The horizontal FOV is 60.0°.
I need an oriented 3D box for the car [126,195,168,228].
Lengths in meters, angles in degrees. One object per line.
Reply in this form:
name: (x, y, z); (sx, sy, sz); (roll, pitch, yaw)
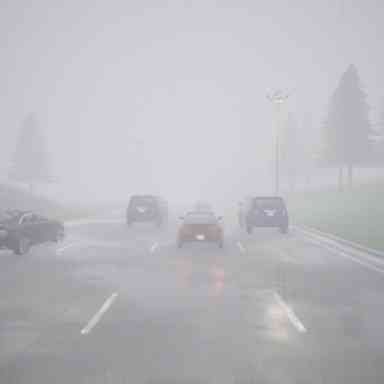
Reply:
car: (-2.884, 1.190, 22.249); (2.150, 2.045, 5.566); (0, 0, 2)

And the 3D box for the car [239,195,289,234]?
car: (4.024, 1.206, 19.369); (2.150, 2.045, 5.566); (0, 0, 2)

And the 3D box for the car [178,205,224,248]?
car: (0.384, 1.509, 14.700); (1.812, 1.442, 4.674); (0, 0, 2)

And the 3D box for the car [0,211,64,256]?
car: (-6.666, 1.464, 12.945); (2.128, 1.511, 4.902); (0, 0, 1)

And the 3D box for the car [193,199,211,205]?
car: (1.083, 1.485, 35.971); (1.812, 1.442, 4.674); (0, 0, 2)

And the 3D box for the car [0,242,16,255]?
car: (-3.366, 1.469, 1.994); (1.882, 1.535, 5.008); (0, 0, 0)
